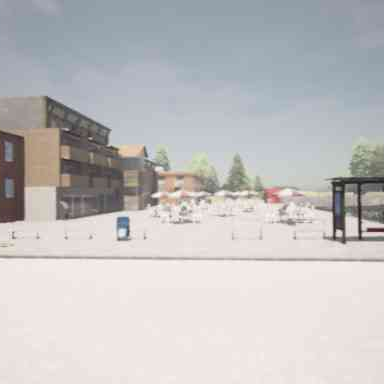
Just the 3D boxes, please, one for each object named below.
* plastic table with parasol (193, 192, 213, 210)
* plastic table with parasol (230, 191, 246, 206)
[{"bbox_3d":[1.564,1.199,46.786,2.482,2.480,2.482,-1,0,7],"label":"plastic table with parasol"},{"bbox_3d":[7.809,1.164,56.651,2.482,2.480,2.482,-1,0,7],"label":"plastic table with parasol"}]
